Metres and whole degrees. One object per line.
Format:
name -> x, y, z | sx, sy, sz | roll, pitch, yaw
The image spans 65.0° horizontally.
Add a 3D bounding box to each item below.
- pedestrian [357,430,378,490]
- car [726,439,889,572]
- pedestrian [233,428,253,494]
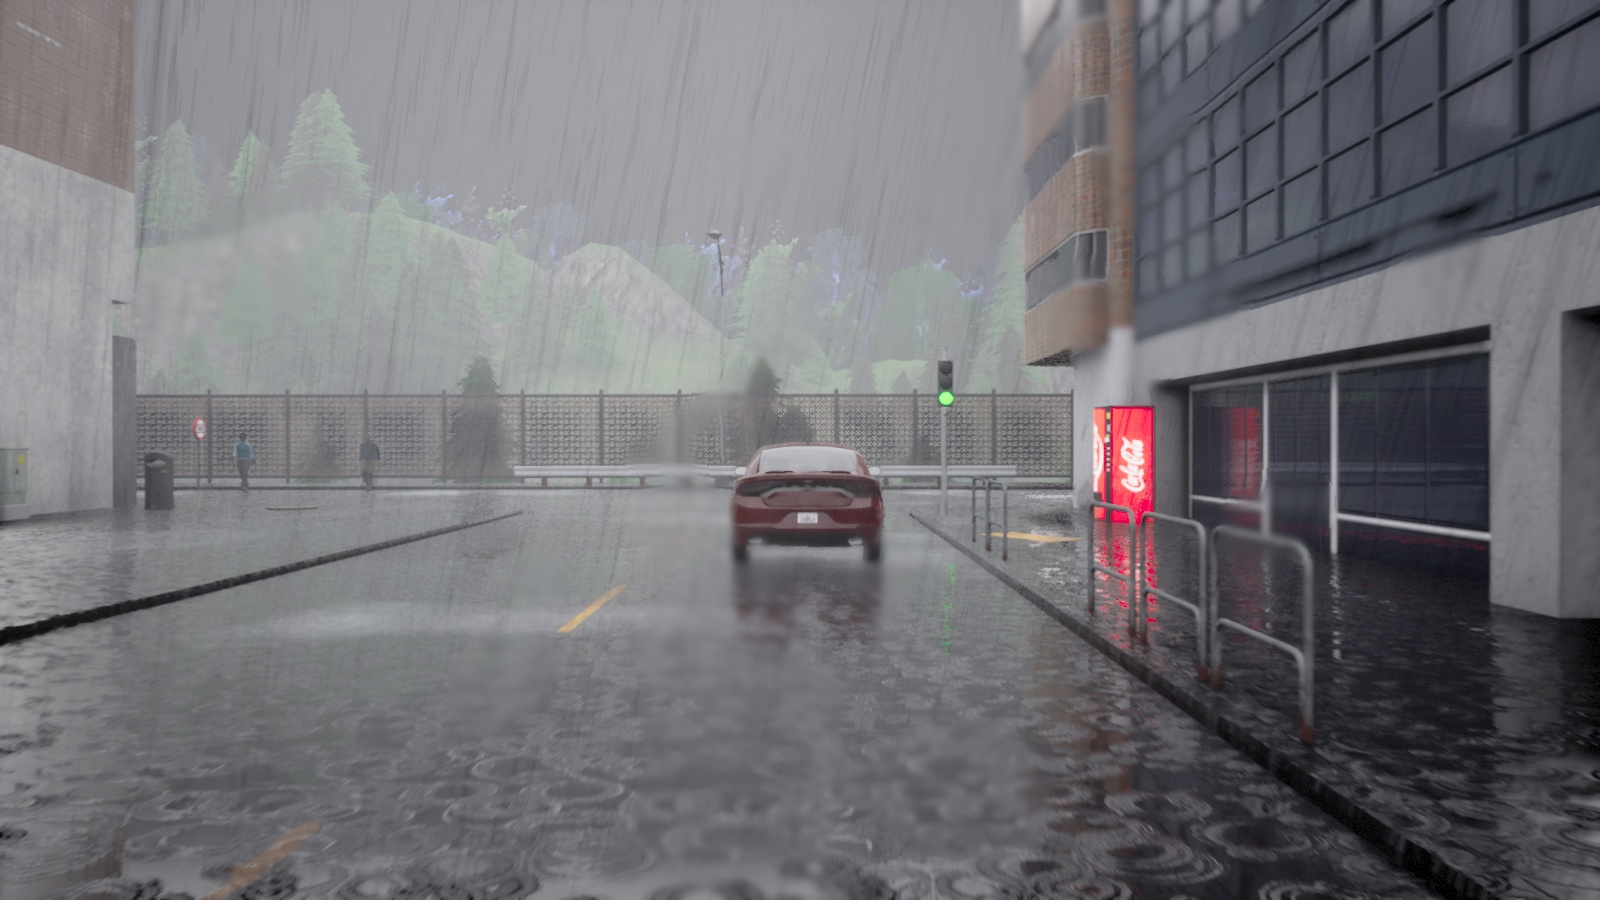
pedestrian -> -13.370, 0.313, 38.809 | 0.402, 1.842, 0.726 | 0, 0, 1
car -> 0.108, 0.628, 17.001 | 1.882, 1.535, 5.008 | 0, 0, 0
pedestrian -> -16.607, 0.324, 37.439 | 0.396, 1.930, 0.692 | 0, 0, -9
